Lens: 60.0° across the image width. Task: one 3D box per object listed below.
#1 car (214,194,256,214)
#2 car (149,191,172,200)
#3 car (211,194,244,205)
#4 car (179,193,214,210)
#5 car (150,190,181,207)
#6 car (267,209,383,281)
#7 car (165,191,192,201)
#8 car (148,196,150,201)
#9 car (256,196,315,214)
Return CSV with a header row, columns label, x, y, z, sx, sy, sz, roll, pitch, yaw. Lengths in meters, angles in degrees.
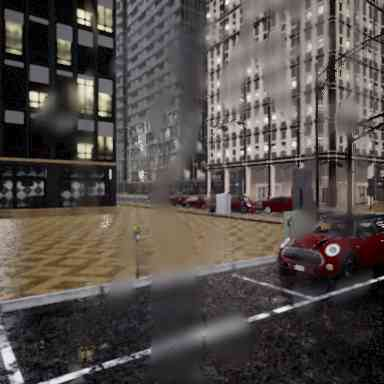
label,x,y,z,sx,sy,sz,roll,pitch,yaw
car,4.192,1.024,28.523,1.967,1.590,4.097,1,0,-36
car,-5.285,0.580,56.112,1.947,1.339,4.313,1,0,-36
car,4.465,0.918,42.517,1.802,1.307,4.206,1,0,-36
car,0.939,1.058,33.054,1.802,1.307,4.206,1,0,-36
car,-2.303,0.684,37.582,2.192,1.841,5.009,1,0,-36
car,4.385,1.420,9.692,4.097,1.590,1.967,0,0,-36
car,-2.133,0.643,51.719,1.752,1.417,4.829,1,0,-36
car,-3.971,0.835,44.339,1.895,1.301,4.718,0,1,-36
car,8.050,1.110,27.561,1.882,1.535,5.008,0,2,-36
